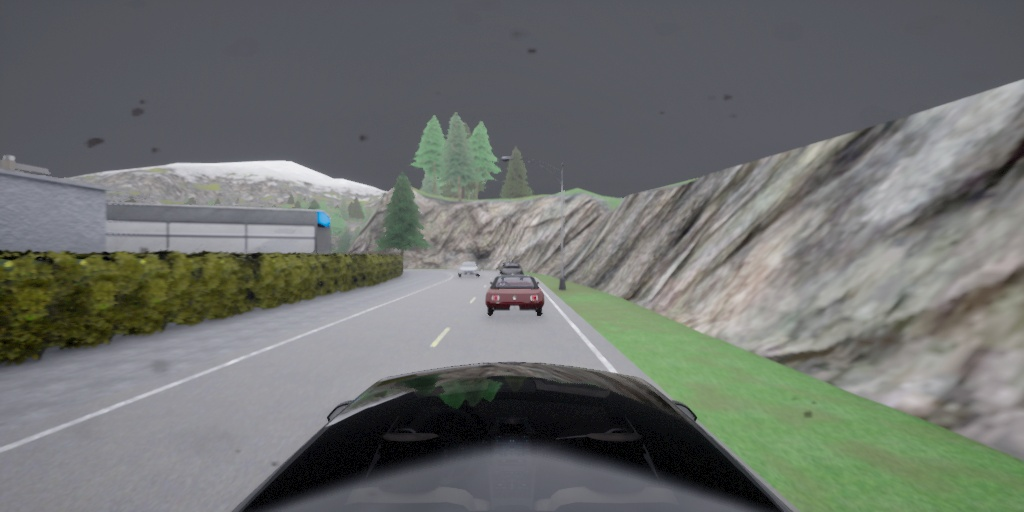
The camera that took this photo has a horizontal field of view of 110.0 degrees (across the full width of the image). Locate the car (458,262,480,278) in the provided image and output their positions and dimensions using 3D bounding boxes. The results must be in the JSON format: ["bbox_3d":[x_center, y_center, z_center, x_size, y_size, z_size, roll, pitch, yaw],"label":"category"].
[{"bbox_3d":[-4.005,1.250,33.591,1.812,1.442,4.674,0,0,-6],"label":"car"}]

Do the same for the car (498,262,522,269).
[{"bbox_3d":[-0.135,1.218,30.402,2.128,1.511,4.902,0,0,-3],"label":"car"}]

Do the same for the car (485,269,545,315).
[{"bbox_3d":[0.095,1.341,13.458,1.895,1.301,4.718,0,0,0],"label":"car"}]
